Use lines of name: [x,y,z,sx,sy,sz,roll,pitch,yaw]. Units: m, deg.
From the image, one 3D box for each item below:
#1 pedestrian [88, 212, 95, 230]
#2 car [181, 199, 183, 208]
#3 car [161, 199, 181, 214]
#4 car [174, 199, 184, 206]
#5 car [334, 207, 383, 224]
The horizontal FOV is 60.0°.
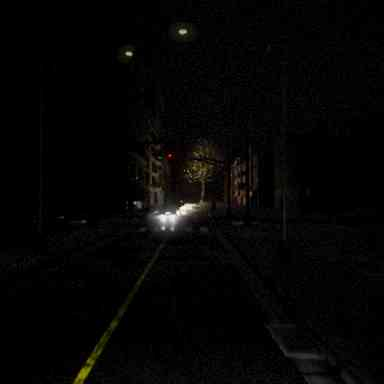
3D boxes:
pedestrian: [-6.091,1.738,20.285,0.500,1.100,0.500,0,-1,0]
car: [-2.778,2.108,50.549,1.895,1.301,4.718,0,-1,0]
car: [-2.789,1.911,41.340,2.128,1.511,4.902,0,-1,0]
car: [-2.652,2.204,70.274,1.837,1.490,4.892,0,-1,0]
car: [13.926,1.879,26.430,4.829,1.417,1.752,0,-1,0]
